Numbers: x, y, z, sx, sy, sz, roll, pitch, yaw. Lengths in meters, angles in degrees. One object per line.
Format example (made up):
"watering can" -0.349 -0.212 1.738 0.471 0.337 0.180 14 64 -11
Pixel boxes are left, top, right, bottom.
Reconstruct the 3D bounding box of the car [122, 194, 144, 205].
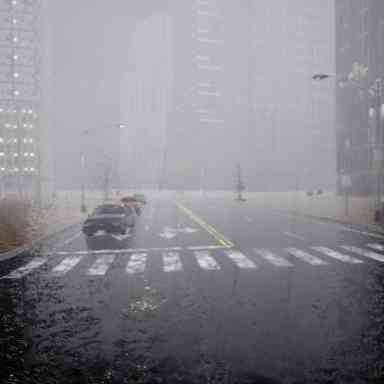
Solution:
"car" -5.244 1.135 27.837 1.812 1.442 4.674 -1 1 -6

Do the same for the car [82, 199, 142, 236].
"car" -4.116 1.323 17.328 2.033 1.411 5.357 -1 1 -2

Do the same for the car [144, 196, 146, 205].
"car" -6.836 0.921 42.537 2.033 1.411 5.357 -1 1 -6
